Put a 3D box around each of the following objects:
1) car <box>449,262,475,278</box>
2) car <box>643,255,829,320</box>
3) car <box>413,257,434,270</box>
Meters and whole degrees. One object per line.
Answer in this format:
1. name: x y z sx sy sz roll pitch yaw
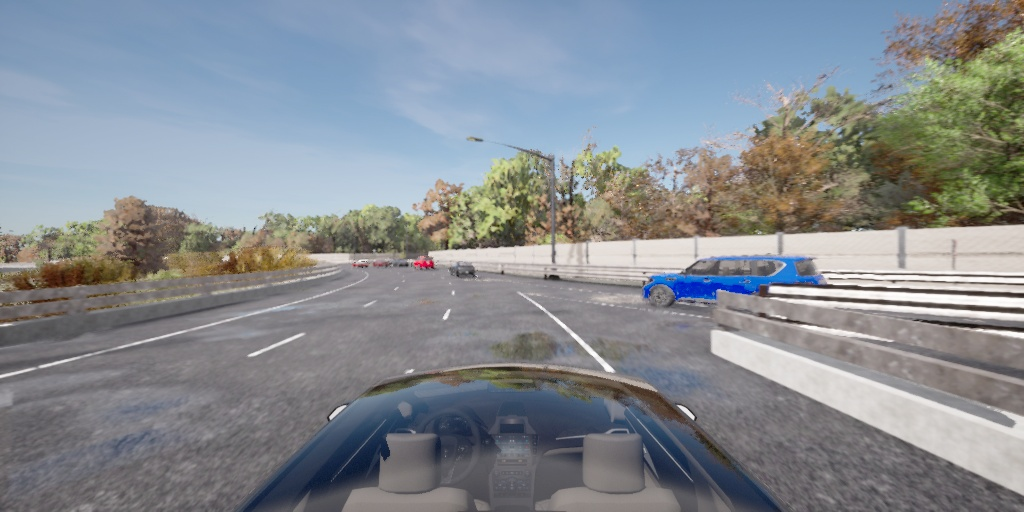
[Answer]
1. car: -4.919 1.295 35.068 2.128 1.511 4.902 -1 0 -20
2. car: 7.427 1.002 12.550 2.150 2.045 5.566 -1 0 -37
3. car: -13.631 1.108 55.347 2.150 2.045 5.566 0 0 -28
